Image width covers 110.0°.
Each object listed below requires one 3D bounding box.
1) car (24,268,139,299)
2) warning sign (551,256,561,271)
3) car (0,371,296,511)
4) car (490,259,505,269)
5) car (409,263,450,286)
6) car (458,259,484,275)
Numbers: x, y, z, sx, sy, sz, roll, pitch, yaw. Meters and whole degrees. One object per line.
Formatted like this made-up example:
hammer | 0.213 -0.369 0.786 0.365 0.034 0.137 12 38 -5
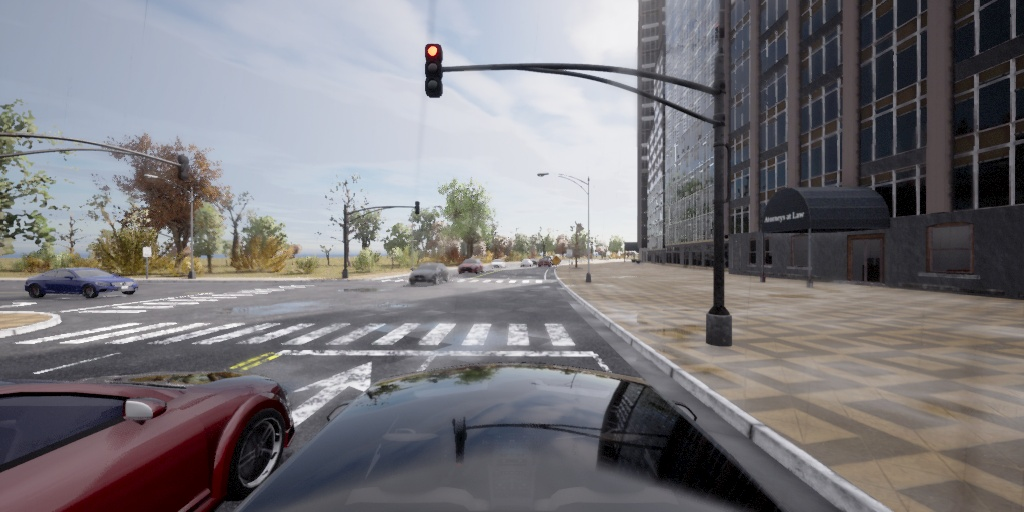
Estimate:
car | -21.665 1.323 18.076 4.674 1.442 1.812 0 0 4
warning sign | 5.419 0.869 43.943 1.300 1.860 1.060 0 0 7
car | -3.108 1.314 1.797 1.994 1.385 4.181 0 0 0
car | -2.234 1.278 57.291 1.812 1.442 4.674 0 0 9
car | -5.750 1.254 25.410 1.837 1.490 4.892 0 -1 4
car | -4.514 1.100 39.642 2.097 1.767 4.553 0 0 6
